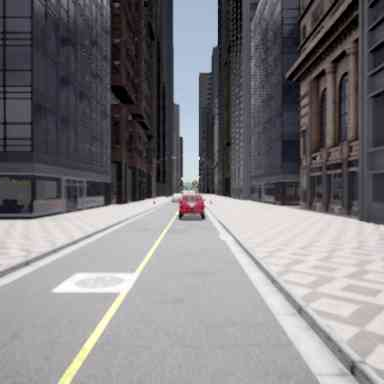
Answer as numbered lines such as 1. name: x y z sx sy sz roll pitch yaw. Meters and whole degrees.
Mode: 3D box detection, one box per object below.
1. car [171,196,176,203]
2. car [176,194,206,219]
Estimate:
1. car: -3.027 1.505 65.164 1.895 1.301 4.718 0 0 0
2. car: 0.000 1.165 28.712 2.150 2.045 5.566 0 0 0
